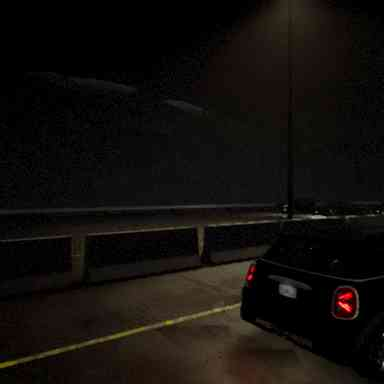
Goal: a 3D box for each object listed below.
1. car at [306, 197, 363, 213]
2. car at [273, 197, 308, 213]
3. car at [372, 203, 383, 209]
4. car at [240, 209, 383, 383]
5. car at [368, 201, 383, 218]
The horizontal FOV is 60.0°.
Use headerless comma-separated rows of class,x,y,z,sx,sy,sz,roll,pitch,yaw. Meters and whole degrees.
car,13.936,1.486,31.901,5.357,1.411,2.033,0,0,-25
car,10.590,1.287,34.128,4.553,1.767,2.097,0,0,-25
car,16.232,1.442,25.212,4.902,1.511,2.128,0,0,-25
car,3.054,1.341,5.623,4.553,1.767,2.097,0,0,-33
car,18.182,1.506,29.960,4.181,1.385,1.994,0,0,-24
